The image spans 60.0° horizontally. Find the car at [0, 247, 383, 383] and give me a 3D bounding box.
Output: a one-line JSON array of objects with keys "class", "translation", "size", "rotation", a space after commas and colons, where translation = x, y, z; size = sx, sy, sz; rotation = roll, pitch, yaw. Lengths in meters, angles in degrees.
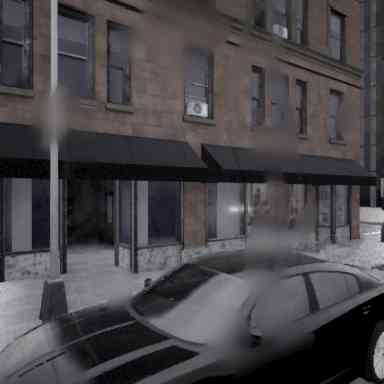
[{"class": "car", "translation": [0.552, 1.477, 3.813], "size": [5.008, 1.535, 1.882], "rotation": [0, 0, -36]}]
